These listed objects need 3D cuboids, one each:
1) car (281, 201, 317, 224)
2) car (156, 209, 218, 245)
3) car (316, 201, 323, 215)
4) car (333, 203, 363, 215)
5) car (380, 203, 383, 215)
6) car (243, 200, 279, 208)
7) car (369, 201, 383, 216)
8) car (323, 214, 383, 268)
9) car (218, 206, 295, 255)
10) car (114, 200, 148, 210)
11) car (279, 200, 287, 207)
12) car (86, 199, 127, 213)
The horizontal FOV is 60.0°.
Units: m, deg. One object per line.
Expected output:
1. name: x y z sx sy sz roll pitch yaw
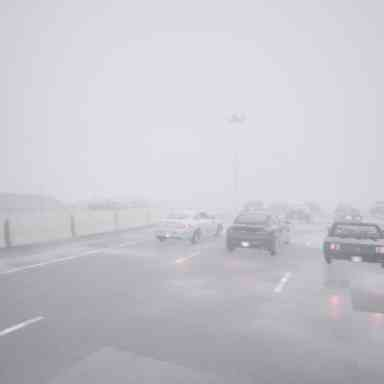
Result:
1. car: 8.774 1.715 26.983 1.812 1.442 4.674 1 -1 25
2. car: -0.029 1.559 15.897 1.812 1.442 4.674 1 0 25
3. car: 14.065 1.801 38.815 1.837 1.490 4.892 1 0 25
4. car: 11.304 1.768 24.117 2.033 1.411 5.357 1 0 25
5. car: 15.335 1.808 24.500 1.812 1.442 4.674 1 -1 25
6. car: 5.799 1.499 28.882 2.097 1.767 4.553 1 0 25
7. car: 20.377 1.733 35.783 2.097 1.767 4.553 1 0 25
8. car: 5.816 1.713 11.867 1.895 1.301 4.718 1 0 25
9. car: 2.886 1.579 13.863 1.837 1.490 4.892 1 0 25
10. car: -6.343 1.582 36.215 1.895 1.301 4.718 1 0 25
11. car: 11.154 1.732 40.862 1.882 1.535 5.008 1 0 25
12. car: -9.540 1.537 37.637 1.895 1.301 4.718 1 0 25
